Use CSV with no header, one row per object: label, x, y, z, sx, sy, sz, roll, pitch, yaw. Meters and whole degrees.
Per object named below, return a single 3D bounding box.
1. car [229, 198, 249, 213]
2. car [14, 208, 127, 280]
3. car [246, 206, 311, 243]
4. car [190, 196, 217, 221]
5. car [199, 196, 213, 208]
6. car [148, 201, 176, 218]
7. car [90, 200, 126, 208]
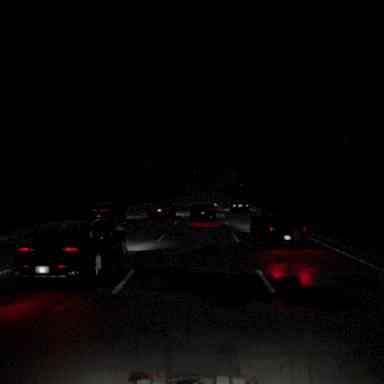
car,4.874,1.370,34.657,2.033,1.411,5.357,0,0,3
car,-3.256,1.454,9.795,1.837,1.490,4.892,0,0,1
car,3.923,1.521,15.596,1.895,1.301,4.718,0,0,2
car,0.915,1.343,26.198,1.882,1.535,5.008,0,0,3
car,1.870,1.302,43.719,1.812,1.442,4.674,0,0,3
car,-2.478,1.419,28.316,1.994,1.385,4.181,0,0,3
car,-6.177,1.379,24.579,1.837,1.490,4.892,0,0,3
